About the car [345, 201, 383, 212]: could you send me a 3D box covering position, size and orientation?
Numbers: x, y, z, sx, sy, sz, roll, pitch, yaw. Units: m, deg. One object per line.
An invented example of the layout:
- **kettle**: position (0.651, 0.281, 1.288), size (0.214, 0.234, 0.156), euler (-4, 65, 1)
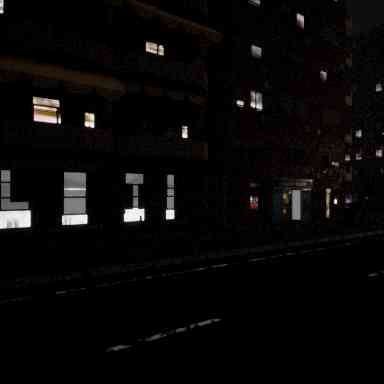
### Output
- **car**: position (22.482, 1.856, 43.432), size (1.802, 1.307, 4.206), euler (-1, 0, -36)

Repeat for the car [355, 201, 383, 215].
- **car**: position (19.717, 1.727, 37.241), size (2.128, 1.511, 4.902), euler (0, -1, -35)

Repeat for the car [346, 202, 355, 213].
- **car**: position (15.493, 1.595, 38.335), size (2.192, 1.841, 5.009), euler (-1, 0, -36)
